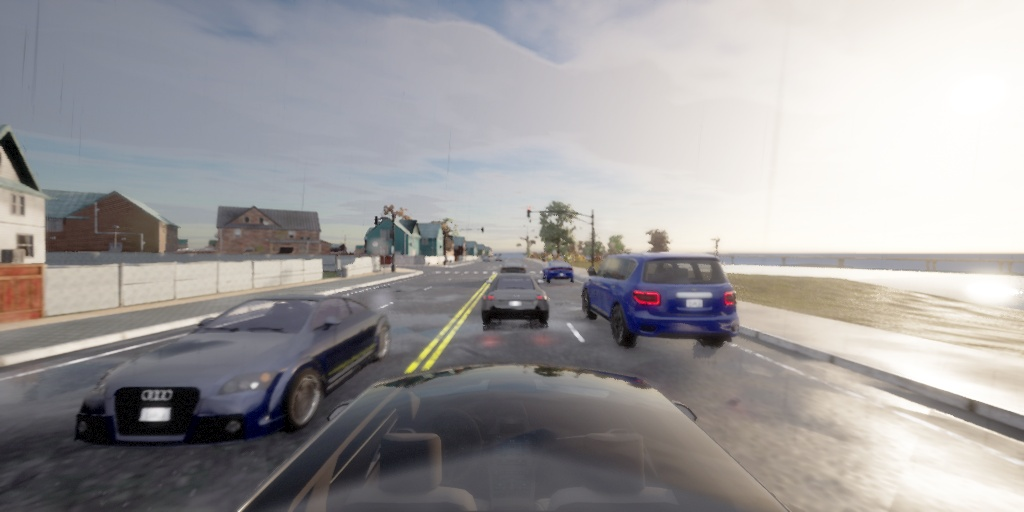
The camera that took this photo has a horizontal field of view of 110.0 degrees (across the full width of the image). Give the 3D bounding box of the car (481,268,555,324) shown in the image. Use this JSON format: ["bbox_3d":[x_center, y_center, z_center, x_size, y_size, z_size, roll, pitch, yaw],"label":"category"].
[{"bbox_3d":[0.094,1.253,11.746,1.994,1.385,4.181,0,0,0],"label":"car"}]

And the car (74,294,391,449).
[{"bbox_3d":[-3.351,1.291,5.362,1.994,1.385,4.181,0,0,0],"label":"car"}]

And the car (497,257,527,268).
[{"bbox_3d":[0.088,1.081,26.498,1.882,1.535,5.008,0,0,0],"label":"car"}]

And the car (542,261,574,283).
[{"bbox_3d":[3.337,1.081,26.472,1.882,1.535,5.008,0,0,0],"label":"car"}]

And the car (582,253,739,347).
[{"bbox_3d":[3.345,0.928,9.271,2.150,2.045,5.566,0,1,0],"label":"car"}]

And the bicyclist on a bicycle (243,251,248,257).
[{"bbox_3d":[-29.633,0.319,39.883,0.582,1.620,1.656,1,0,-35],"label":"bicyclist on a bicycle"}]
